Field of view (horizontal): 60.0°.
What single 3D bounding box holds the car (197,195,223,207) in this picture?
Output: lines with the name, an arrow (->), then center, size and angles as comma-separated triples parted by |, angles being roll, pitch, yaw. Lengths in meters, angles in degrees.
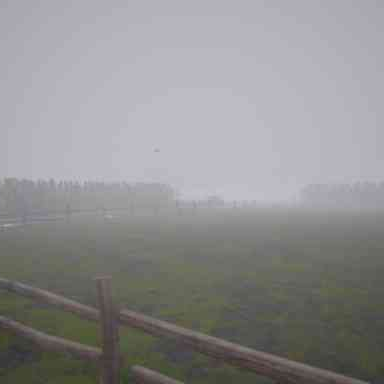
car -> 3.116, 1.550, 56.516 | 2.150, 2.045, 5.566 | -1, -1, 35
